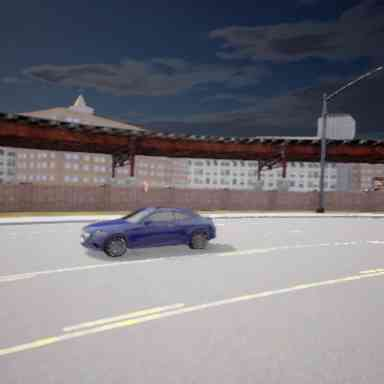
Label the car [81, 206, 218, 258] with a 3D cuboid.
[{"bbox_3d":[-1.311,1.218,11.298,4.674,1.442,1.812,1,1,-30],"label":"car"}]
